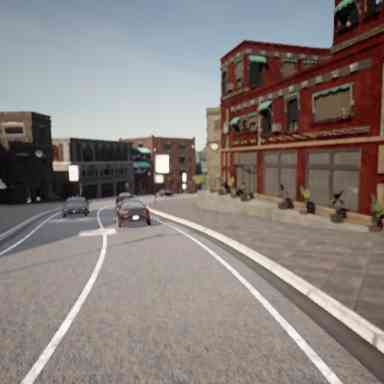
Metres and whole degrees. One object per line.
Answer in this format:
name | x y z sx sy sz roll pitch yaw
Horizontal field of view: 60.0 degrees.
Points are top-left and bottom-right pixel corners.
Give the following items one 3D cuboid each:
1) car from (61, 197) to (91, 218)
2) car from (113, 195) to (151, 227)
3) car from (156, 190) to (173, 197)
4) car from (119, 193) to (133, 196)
car | -9.197 1.161 26.511 1.837 1.490 4.892 -2 1 -14
car | -3.617 1.158 19.817 1.812 1.442 4.674 -2 1 -16
car | -5.674 0.257 67.279 1.882 1.535 5.008 2 2 27
car | -7.831 0.822 39.660 1.882 1.535 5.008 -1 1 -5
